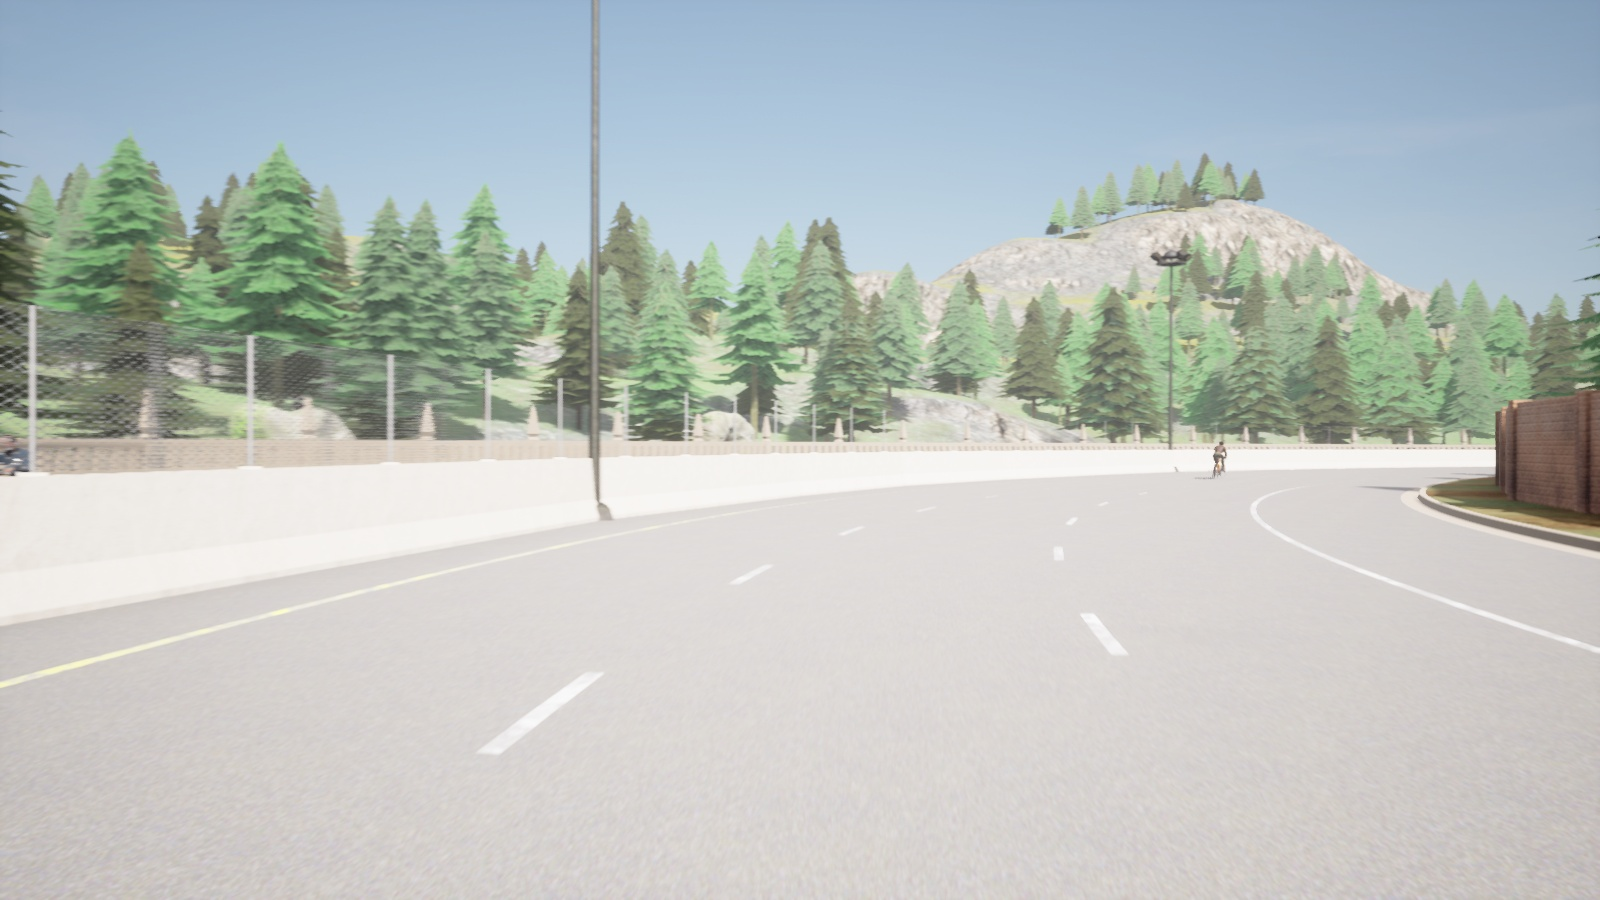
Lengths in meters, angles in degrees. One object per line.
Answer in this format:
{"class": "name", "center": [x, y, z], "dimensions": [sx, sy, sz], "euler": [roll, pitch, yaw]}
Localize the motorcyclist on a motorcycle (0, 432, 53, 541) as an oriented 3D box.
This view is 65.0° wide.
{"class": "motorcyclist on a motorcycle", "center": [-12.179, 0.534, 18.649], "dimensions": [0.866, 1.590, 1.817], "euler": [2, 0, 10]}
